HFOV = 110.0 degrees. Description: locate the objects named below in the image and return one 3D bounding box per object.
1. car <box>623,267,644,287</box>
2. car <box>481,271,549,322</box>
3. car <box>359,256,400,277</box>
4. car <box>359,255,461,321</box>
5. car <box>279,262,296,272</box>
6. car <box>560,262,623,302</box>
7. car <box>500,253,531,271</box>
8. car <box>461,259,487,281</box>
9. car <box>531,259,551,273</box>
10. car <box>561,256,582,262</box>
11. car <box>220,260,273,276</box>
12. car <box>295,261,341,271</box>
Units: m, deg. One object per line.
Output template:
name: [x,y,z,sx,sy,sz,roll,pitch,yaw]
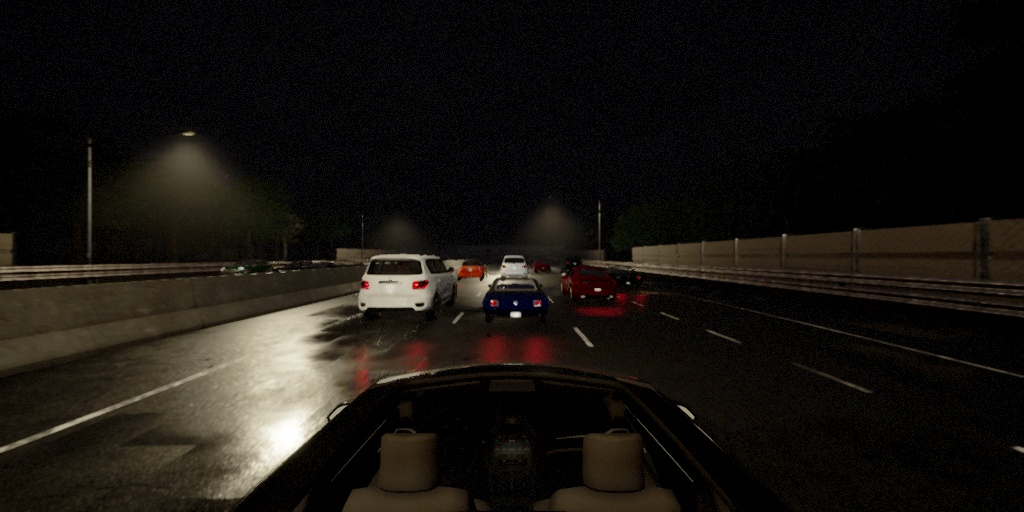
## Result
car: [7.149,1.374,24.198,1.895,1.301,4.718,0,0,0]
car: [0.114,1.357,12.262,1.895,1.301,4.718,0,0,0]
car: [-13.949,1.011,38.129,2.150,2.045,5.566,0,0,1]
car: [-3.385,0.978,12.662,2.150,2.045,5.566,0,0,0]
car: [-20.966,1.291,35.594,1.837,1.490,4.892,0,0,1]
car: [3.527,1.241,17.182,1.882,1.535,5.008,0,0,0]
car: [0.189,1.003,30.647,2.150,2.045,5.566,0,0,0]
car: [-3.308,1.134,30.792,2.097,1.767,4.553,0,0,0]
car: [3.693,1.279,44.652,1.882,1.535,5.008,0,0,0]
car: [7.289,1.022,44.097,2.150,2.045,5.566,0,0,0]
car: [-24.483,1.135,33.234,2.097,1.767,4.553,0,0,0]
car: [-17.493,1.309,33.129,1.812,1.442,4.674,0,0,1]
